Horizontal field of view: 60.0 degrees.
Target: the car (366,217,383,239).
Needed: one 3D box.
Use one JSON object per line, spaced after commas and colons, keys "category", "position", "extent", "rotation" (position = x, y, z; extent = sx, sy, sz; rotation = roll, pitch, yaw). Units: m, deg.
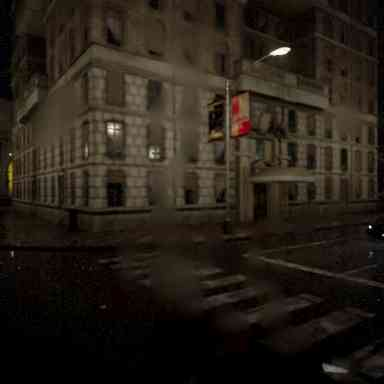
{"category": "car", "position": [10.382, 1.442, 15.687], "extent": [5.357, 1.411, 2.033], "rotation": [0, 0, -35]}
